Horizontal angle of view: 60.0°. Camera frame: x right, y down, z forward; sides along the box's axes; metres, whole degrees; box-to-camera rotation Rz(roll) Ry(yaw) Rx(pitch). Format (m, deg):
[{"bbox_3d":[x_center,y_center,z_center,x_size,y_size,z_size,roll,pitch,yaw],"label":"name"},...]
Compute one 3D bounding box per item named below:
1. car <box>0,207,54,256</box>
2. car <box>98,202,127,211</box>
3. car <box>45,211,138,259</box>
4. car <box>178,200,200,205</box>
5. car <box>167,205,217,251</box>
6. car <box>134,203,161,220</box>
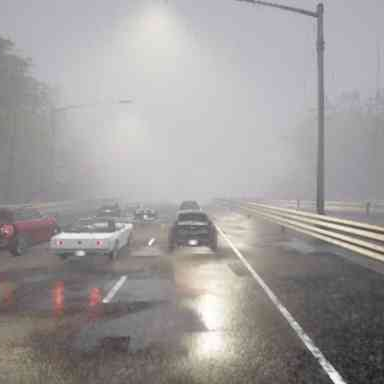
[{"bbox_3d":[-6.978,1.354,13.198,2.097,1.767,4.553,0,0,0],"label":"car"},{"bbox_3d":[-7.236,1.579,30.420,1.994,1.385,4.181,0,0,-1],"label":"car"},{"bbox_3d":[-3.467,1.601,12.513,1.895,1.301,4.718,0,0,0],"label":"car"},{"bbox_3d":[-0.252,1.491,31.312,1.882,1.535,5.008,0,0,-1],"label":"car"},{"bbox_3d":[0.014,1.505,14.060,1.837,1.490,4.892,0,0,-1],"label":"car"},{"bbox_3d":[-3.689,1.612,28.270,1.895,1.301,4.718,0,0,-1],"label":"car"}]
